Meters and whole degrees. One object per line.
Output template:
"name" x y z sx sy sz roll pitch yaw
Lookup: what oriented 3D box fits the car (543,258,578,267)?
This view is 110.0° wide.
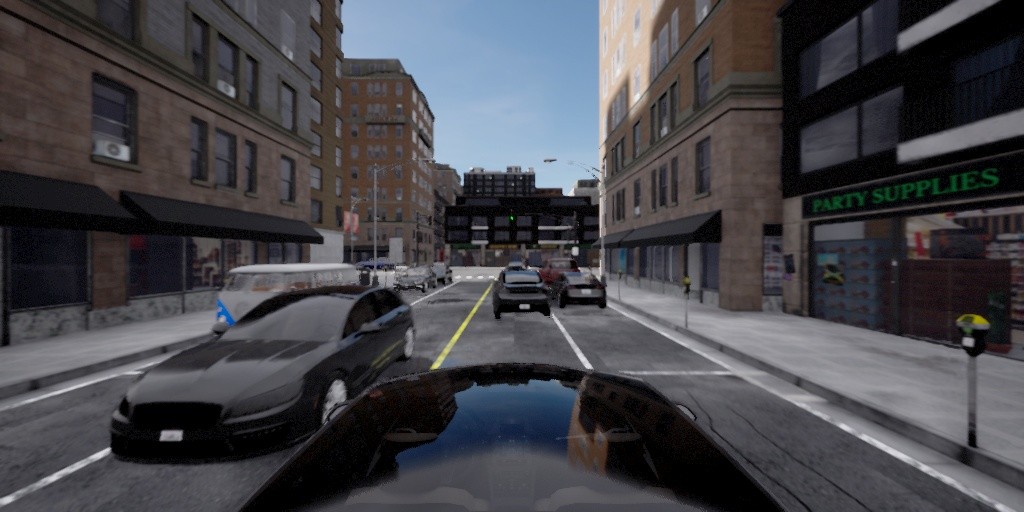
"car" 2.635 1.046 20.446 2.192 1.841 5.009 0 0 0

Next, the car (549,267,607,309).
"car" 2.636 1.303 14.784 1.948 1.339 4.313 0 0 0

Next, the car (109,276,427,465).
"car" -2.850 1.251 5.429 1.837 1.490 4.892 0 0 0

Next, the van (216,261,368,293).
"van" -5.389 1.083 9.121 1.690 1.789 3.998 0 0 0

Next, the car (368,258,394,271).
"car" -17.210 0.982 45.052 4.553 1.767 2.097 0 0 0

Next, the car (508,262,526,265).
"car" 0.487 1.226 31.215 1.837 1.490 4.892 0 0 5

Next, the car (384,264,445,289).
"car" -5.390 1.281 20.445 2.007 1.370 4.403 0 0 0

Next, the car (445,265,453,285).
"car" -5.390 1.291 26.107 1.948 1.339 4.313 0 0 0

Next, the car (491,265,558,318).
"car" 0.255 1.244 13.038 1.837 1.490 4.892 0 0 -3
